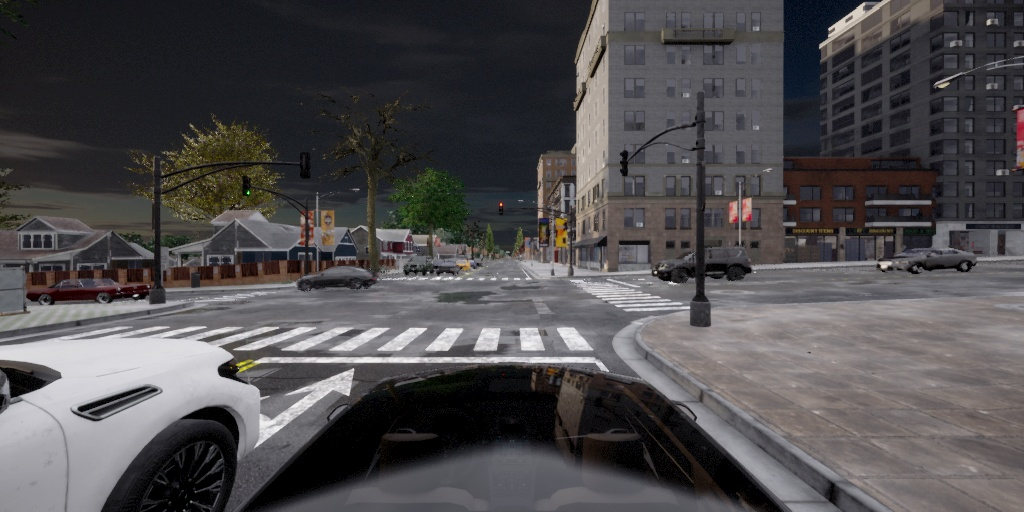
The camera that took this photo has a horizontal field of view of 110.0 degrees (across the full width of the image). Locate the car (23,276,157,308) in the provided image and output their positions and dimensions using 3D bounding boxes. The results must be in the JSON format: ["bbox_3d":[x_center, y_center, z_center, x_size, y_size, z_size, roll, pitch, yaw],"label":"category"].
[{"bbox_3d":[-21.640,1.806,18.534,4.718,1.301,1.895,-2,0,0],"label":"car"}]

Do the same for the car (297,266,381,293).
[{"bbox_3d":[-10.334,1.324,21.504,4.674,1.442,1.812,-2,0,-1],"label":"car"}]

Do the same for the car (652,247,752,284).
[{"bbox_3d":[11.501,0.544,21.873,5.566,2.045,2.150,-2,0,-1],"label":"car"}]

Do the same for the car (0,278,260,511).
[{"bbox_3d":[-3.145,0.972,0.558,2.150,2.045,5.566,0,0,0],"label":"car"}]

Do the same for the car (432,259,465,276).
[{"bbox_3d":[-6.633,1.316,37.900,2.033,1.411,5.357,0,0,0],"label":"car"}]

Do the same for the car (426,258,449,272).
[{"bbox_3d":[-9.890,1.136,48.065,2.097,1.767,4.553,0,0,0],"label":"car"}]

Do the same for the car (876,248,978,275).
[{"bbox_3d":[25.232,0.286,21.931,4.902,1.511,2.128,-3,0,0],"label":"car"}]

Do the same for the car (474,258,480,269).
[{"bbox_3d":[-6.646,1.333,57.029,1.812,1.442,4.674,0,0,0],"label":"car"}]

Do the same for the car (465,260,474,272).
[{"bbox_3d":[-6.642,1.261,47.692,1.882,1.535,5.008,0,0,0],"label":"car"}]

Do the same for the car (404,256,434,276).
[{"bbox_3d":[-9.880,0.990,38.593,2.150,2.045,5.566,0,0,0],"label":"car"}]
